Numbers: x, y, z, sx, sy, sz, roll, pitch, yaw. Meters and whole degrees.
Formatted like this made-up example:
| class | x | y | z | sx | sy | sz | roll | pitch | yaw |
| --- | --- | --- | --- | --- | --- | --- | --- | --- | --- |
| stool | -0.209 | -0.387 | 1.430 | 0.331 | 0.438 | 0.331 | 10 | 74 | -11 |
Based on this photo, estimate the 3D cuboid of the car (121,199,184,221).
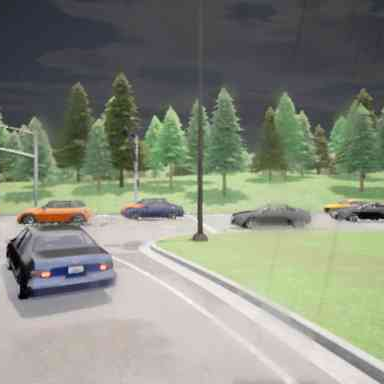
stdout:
| class | x | y | z | sx | sy | sz | roll | pitch | yaw |
| --- | --- | --- | --- | --- | --- | --- | --- | --- | --- |
| car | -2.968 | 1.499 | 26.367 | 4.674 | 1.442 | 1.812 | 0 | 0 | -7 |

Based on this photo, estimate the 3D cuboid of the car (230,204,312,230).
| class | x | y | z | sx | sy | sz | roll | pitch | yaw |
| --- | --- | --- | --- | --- | --- | --- | --- | --- | --- |
| car | 4.793 | 1.477 | 20.256 | 4.902 | 1.511 | 2.128 | 0 | 0 | -7 |

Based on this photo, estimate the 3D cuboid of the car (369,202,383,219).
| class | x | y | z | sx | sy | sz | roll | pitch | yaw |
| --- | --- | --- | --- | --- | --- | --- | --- | --- | --- |
| car | 17.922 | 1.549 | 28.891 | 4.181 | 1.385 | 1.994 | 0 | 0 | -7 |

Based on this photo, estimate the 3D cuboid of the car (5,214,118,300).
| class | x | y | z | sx | sy | sz | roll | pitch | yaw |
| --- | --- | --- | --- | --- | --- | --- | --- | --- | --- |
| car | -3.575 | 1.537 | 8.528 | 2.033 | 1.411 | 5.357 | 0 | 0 | -32 |

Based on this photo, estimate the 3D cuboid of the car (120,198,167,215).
| class | x | y | z | sx | sy | sz | roll | pitch | yaw |
| --- | --- | --- | --- | --- | --- | --- | --- | --- | --- |
| car | -4.080 | 1.321 | 29.761 | 4.553 | 1.767 | 2.097 | 0 | 0 | -7 |

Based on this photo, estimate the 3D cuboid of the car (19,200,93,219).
| class | x | y | z | sx | sy | sz | roll | pitch | yaw |
| --- | --- | --- | --- | --- | --- | --- | --- | --- | --- |
| car | -9.029 | 1.324 | 22.114 | 4.553 | 1.767 | 2.097 | 0 | 0 | -7 |

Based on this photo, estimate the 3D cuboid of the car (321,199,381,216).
| class | x | y | z | sx | sy | sz | roll | pitch | yaw |
| --- | --- | --- | --- | --- | --- | --- | --- | --- | --- |
| car | 15.302 | 1.458 | 32.101 | 5.008 | 1.535 | 1.882 | 0 | 0 | -7 |

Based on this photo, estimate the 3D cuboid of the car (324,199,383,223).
| class | x | y | z | sx | sy | sz | roll | pitch | yaw |
| --- | --- | --- | --- | --- | --- | --- | --- | --- | --- |
| car | 12.849 | 1.477 | 24.754 | 4.902 | 1.511 | 2.128 | 0 | 0 | -7 |
